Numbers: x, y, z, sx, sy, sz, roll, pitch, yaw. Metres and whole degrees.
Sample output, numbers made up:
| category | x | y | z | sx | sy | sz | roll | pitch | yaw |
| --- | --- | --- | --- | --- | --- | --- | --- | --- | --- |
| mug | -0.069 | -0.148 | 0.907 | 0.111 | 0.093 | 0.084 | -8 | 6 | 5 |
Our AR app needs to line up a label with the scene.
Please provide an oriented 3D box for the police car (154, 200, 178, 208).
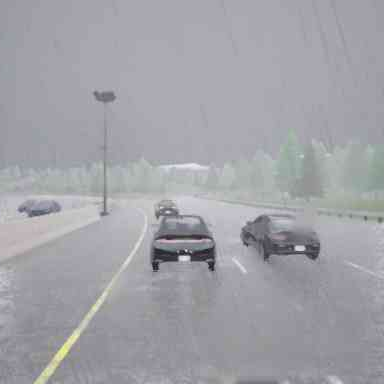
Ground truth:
| category | x | y | z | sx | sy | sz | roll | pitch | yaw |
| --- | --- | --- | --- | --- | --- | --- | --- | --- | --- |
| police car | -2.375 | 1.520 | 30.107 | 2.038 | 1.542 | 4.974 | 0 | 0 | -9 |

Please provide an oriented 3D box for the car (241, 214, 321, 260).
| category | x | y | z | sx | sy | sz | roll | pitch | yaw |
| --- | --- | --- | --- | --- | --- | --- | --- | --- | --- |
| car | 3.100 | 1.524 | 12.284 | 1.812 | 1.442 | 4.674 | 0 | 0 | -3 |

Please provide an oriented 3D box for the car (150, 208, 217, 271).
| category | x | y | z | sx | sy | sz | roll | pitch | yaw |
| --- | --- | --- | --- | --- | --- | --- | --- | --- | --- |
| car | -0.329 | 1.496 | 10.991 | 2.128 | 1.511 | 4.902 | 0 | 0 | -3 |

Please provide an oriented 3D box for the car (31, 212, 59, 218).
| category | x | y | z | sx | sy | sz | roll | pitch | yaw |
| --- | --- | --- | --- | --- | --- | --- | --- | --- | --- |
| car | -13.159 | 1.516 | 30.081 | 1.882 | 1.535 | 5.008 | 0 | 0 | -9 |
